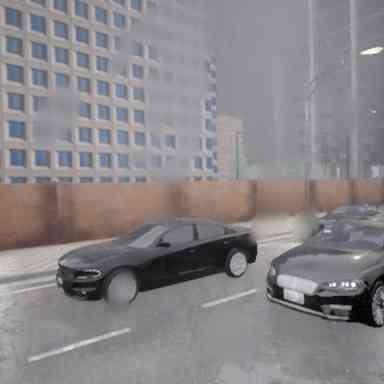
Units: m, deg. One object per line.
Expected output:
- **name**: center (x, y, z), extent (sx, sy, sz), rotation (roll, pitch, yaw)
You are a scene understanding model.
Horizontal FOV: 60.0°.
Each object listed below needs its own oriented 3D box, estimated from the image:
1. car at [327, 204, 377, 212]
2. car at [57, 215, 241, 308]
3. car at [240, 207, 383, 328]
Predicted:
- **car**: center (6.572, 1.202, 13.416), extent (4.181, 1.385, 1.994), rotation (-2, 1, -38)
- **car**: center (-0.579, 1.379, 7.979), extent (5.008, 1.535, 1.882), rotation (-2, 1, -37)
- **car**: center (3.543, 1.306, 6.717), extent (4.902, 1.511, 2.128), rotation (-2, 1, -37)
